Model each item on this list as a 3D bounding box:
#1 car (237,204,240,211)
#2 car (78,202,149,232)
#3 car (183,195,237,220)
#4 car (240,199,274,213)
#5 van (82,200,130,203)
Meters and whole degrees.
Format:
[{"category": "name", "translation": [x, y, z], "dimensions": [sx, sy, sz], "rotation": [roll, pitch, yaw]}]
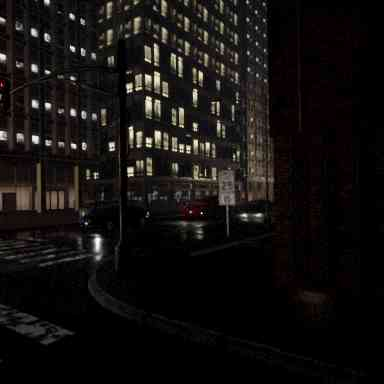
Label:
[{"category": "car", "translation": [6.771, 1.689, 41.427], "dimensions": [1.752, 1.417, 4.829], "rotation": [-2, -1, 36]}, {"category": "car", "translation": [-4.712, 1.571, 20.981], "dimensions": [1.837, 1.490, 4.892], "rotation": [-1, -1, 33]}, {"category": "car", "translation": [1.503, 1.309, 29.627], "dimensions": [2.150, 2.045, 5.566], "rotation": [-1, -1, 36]}, {"category": "car", "translation": [7.836, 1.586, 38.443], "dimensions": [1.882, 1.535, 5.008], "rotation": [-1, -1, 36]}, {"category": "van", "translation": [-6.059, 1.460, 23.514], "dimensions": [1.690, 1.788, 3.998], "rotation": [-2, -1, 36]}]
